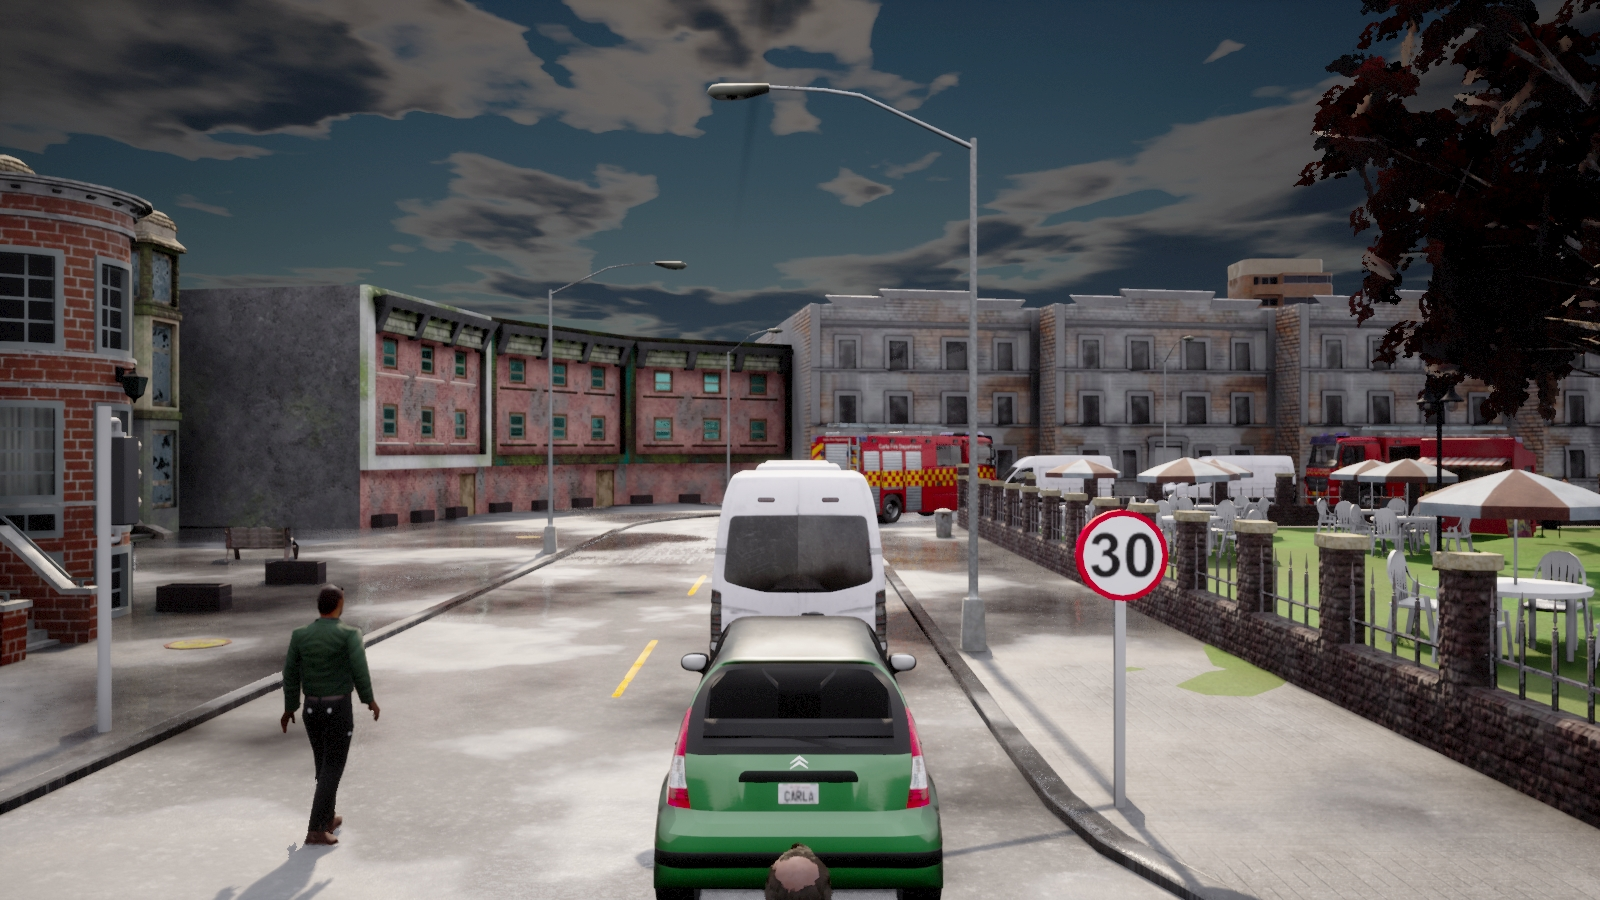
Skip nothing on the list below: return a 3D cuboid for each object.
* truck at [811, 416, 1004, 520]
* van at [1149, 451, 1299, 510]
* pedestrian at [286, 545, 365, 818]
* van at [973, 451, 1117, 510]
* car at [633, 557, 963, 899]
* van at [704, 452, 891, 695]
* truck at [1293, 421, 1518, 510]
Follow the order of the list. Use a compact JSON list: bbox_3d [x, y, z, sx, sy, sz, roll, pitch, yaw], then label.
[{"bbox_3d":[4.502,0.672,46.247,8.468,3.827,2.891,0,0,-43],"label":"truck"},{"bbox_3d":[18.656,1.314,50.452,5.915,2.561,1.988,0,0,0],"label":"van"},{"bbox_3d":[-3.379,1.628,8.151,0.375,1.860,0.375,0,0,10],"label":"pedestrian"},{"bbox_3d":[10.768,1.314,50.430,5.915,2.561,1.988,0,0,0],"label":"van"},{"bbox_3d":[-0.015,1.779,8.404,1.851,1.617,3.988,0,0,0],"label":"car"},{"bbox_3d":[-0.025,1.315,15.105,1.988,2.561,5.915,0,0,0],"label":"van"},{"bbox_3d":[26.739,0.670,50.713,8.468,3.827,2.891,0,0,0],"label":"truck"}]
